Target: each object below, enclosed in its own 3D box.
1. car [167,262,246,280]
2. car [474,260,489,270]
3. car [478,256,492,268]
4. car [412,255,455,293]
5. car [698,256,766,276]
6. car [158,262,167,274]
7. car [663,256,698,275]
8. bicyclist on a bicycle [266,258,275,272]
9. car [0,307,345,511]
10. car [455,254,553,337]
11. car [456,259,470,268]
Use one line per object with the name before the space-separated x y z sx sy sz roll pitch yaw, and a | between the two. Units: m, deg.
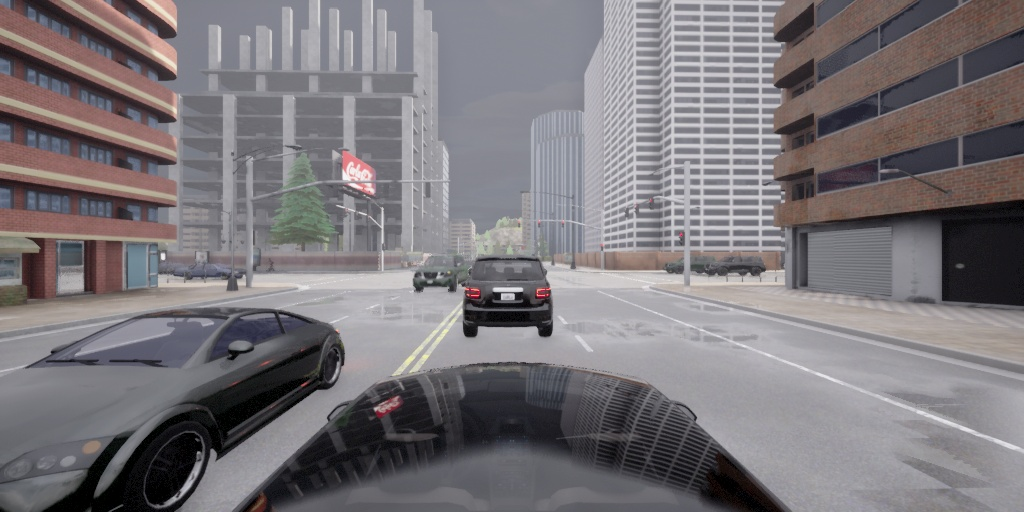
car | -25.608 1.297 30.650 5.357 1.411 2.033 0 0 -1
car | -4.635 1.351 54.727 1.895 1.301 4.718 0 0 -1
car | -4.797 0.971 64.768 2.150 2.045 5.566 0 0 -1
car | -4.048 0.971 21.094 2.150 2.045 5.566 -1 0 3
car | 22.015 0.971 35.561 5.566 2.045 2.150 0 0 -2
car | -36.428 1.297 37.578 5.357 1.411 2.033 0 0 -1
car | 19.406 0.972 38.992 5.566 2.045 2.150 0 0 -1
bicyclist on a bicycle | -28.682 1.051 42.559 0.582 1.620 1.656 0 0 -1
car | -3.626 1.314 4.022 1.994 1.385 4.181 0 0 -1
car | -0.116 0.971 10.421 2.150 2.045 5.566 0 0 -1
car | -8.244 1.255 60.812 1.837 1.490 4.892 0 0 -1
